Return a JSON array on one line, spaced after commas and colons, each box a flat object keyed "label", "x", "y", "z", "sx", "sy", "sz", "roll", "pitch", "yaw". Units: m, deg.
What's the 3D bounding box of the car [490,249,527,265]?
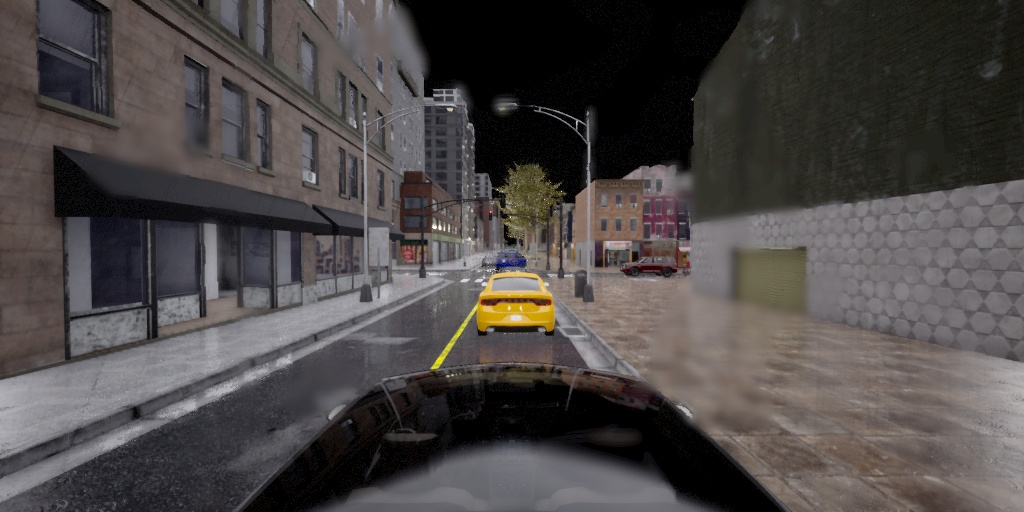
[{"label": "car", "x": -0.039, "y": 0.550, "z": 38.312, "sx": 2.150, "sy": 2.045, "sz": 5.566, "roll": 2, "pitch": 2, "yaw": 18}]

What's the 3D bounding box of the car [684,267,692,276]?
[{"label": "car", "x": 18.119, "y": 1.297, "z": 33.391, "sx": 4.207, "sy": 1.307, "sz": 1.802, "roll": 0, "pitch": 0, "yaw": 0}]

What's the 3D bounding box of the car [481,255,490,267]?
[{"label": "car", "x": -2.820, "y": 0.615, "z": 45.972, "sx": 2.128, "sy": 1.511, "sz": 4.902, "roll": 0, "pitch": 2, "yaw": 1}]

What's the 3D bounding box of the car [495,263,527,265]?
[{"label": "car", "x": 0.076, "y": 1.250, "z": 19.856, "sx": 1.895, "sy": 1.301, "sz": 4.718, "roll": 0, "pitch": 1, "yaw": 0}]

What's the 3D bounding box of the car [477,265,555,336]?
[{"label": "car", "x": 0.100, "y": 1.206, "z": 10.414, "sx": 1.882, "sy": 1.535, "sz": 5.008, "roll": 0, "pitch": 0, "yaw": 0}]

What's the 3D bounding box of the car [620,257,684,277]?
[{"label": "car", "x": 12.717, "y": 0.953, "z": 33.384, "sx": 5.009, "sy": 1.841, "sz": 2.192, "roll": 0, "pitch": 0, "yaw": 0}]
